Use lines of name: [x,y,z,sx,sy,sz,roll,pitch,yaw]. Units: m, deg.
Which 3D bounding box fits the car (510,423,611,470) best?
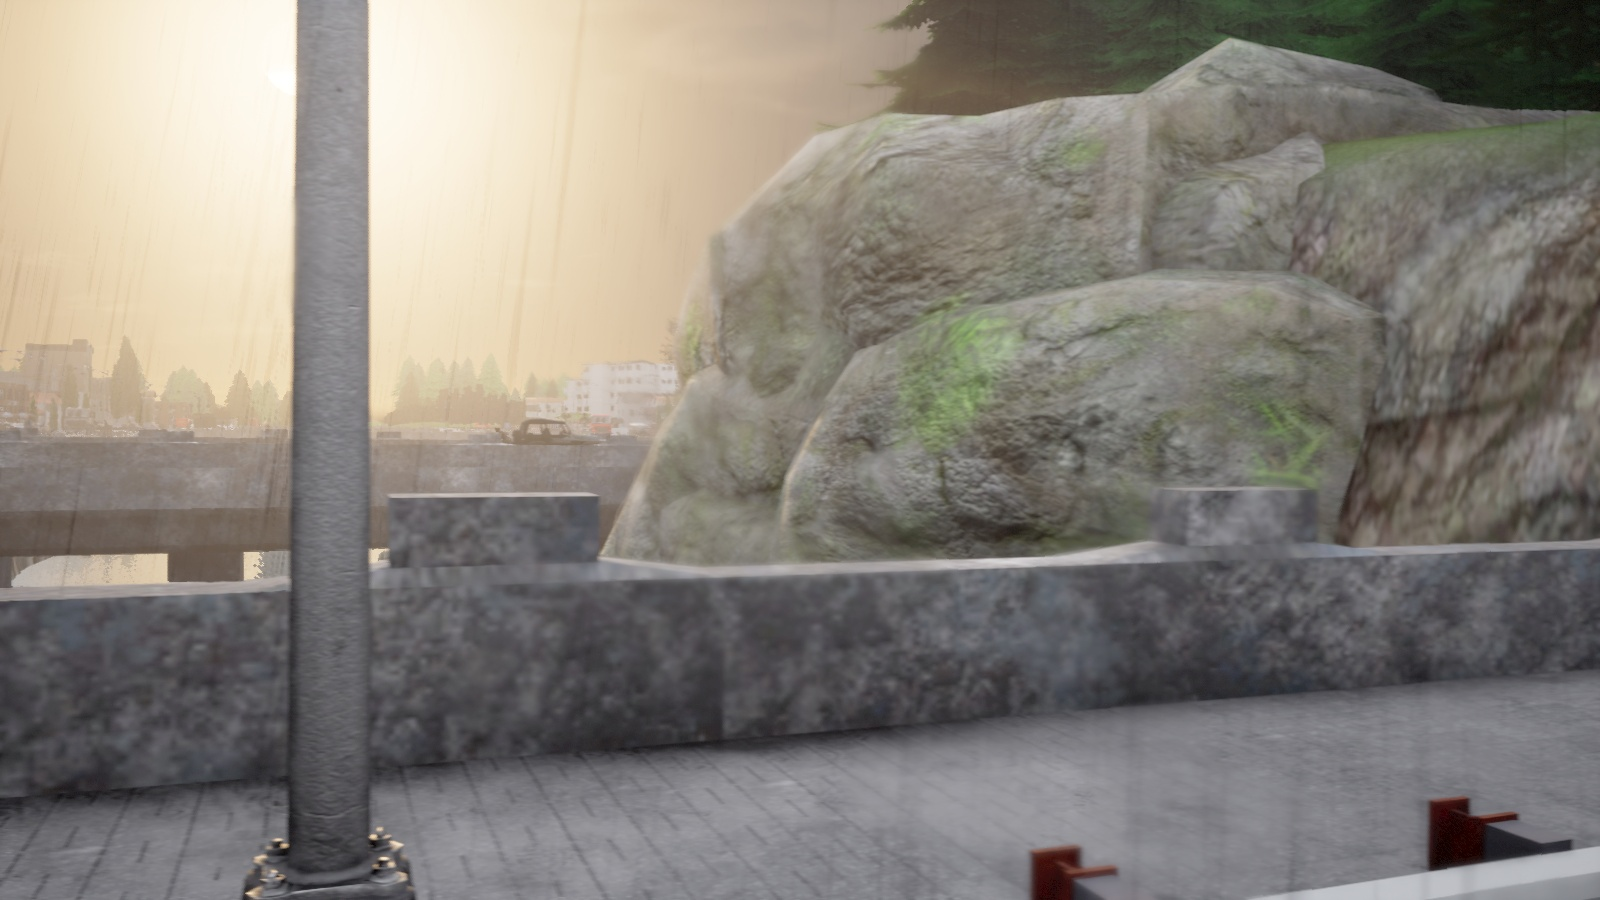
car: [-10.090,-0.158,52.880,3.866,1.878,1.905,-1,1,-21]
